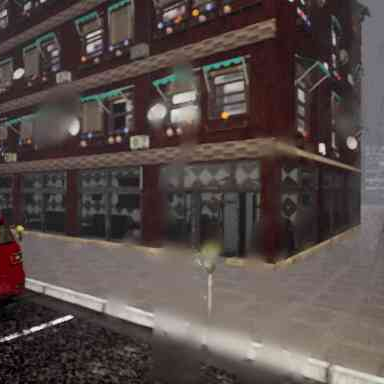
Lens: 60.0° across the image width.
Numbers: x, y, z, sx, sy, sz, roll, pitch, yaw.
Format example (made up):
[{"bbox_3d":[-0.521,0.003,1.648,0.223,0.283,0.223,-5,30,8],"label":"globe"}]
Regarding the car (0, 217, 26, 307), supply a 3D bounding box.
[{"bbox_3d":[-5.343,1.324,6.679,5.009,1.841,2.192,0,0,35],"label":"car"}]
